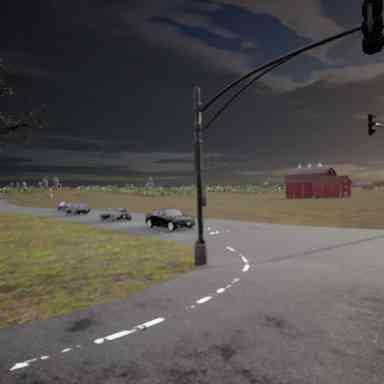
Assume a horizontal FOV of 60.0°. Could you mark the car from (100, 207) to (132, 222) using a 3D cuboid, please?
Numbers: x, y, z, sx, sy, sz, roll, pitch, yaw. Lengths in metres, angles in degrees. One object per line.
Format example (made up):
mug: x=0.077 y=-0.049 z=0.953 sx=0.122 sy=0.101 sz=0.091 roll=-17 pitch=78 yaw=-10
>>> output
car: x=-7.565 y=2.182 z=32.951 sx=1.994 sy=1.385 sz=4.181 roll=-2 pitch=1 yaw=-36

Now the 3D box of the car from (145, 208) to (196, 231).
car: x=-1.685 y=1.955 z=24.888 sx=1.882 sy=1.535 sz=5.008 roll=-2 pitch=0 yaw=-36

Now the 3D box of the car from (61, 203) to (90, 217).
car: x=-15.006 y=2.434 z=43.167 sx=1.895 sy=1.301 sz=4.718 roll=-2 pitch=0 yaw=-36

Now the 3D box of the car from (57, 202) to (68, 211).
car: x=-22.626 y=2.508 z=59.690 sx=2.097 sy=1.767 sz=4.553 roll=-2 pitch=0 yaw=-36
